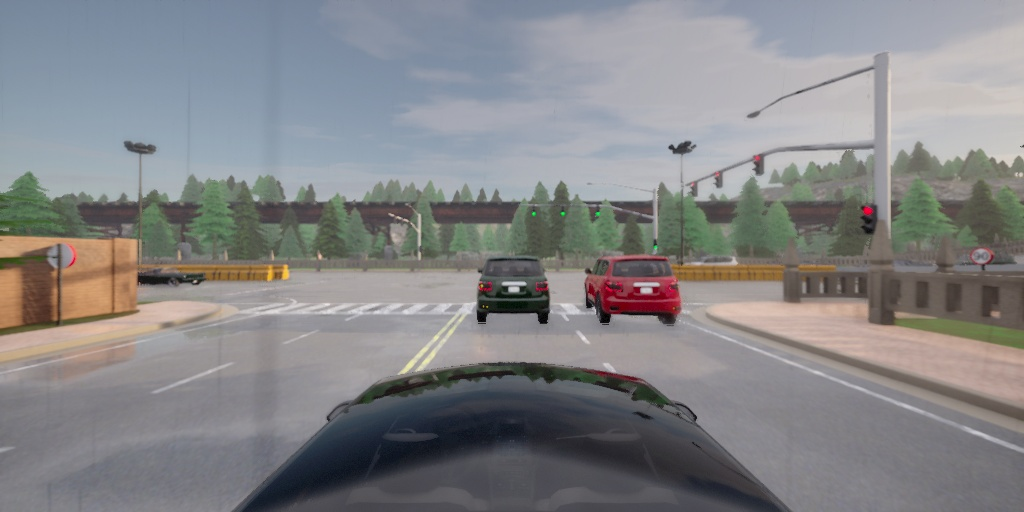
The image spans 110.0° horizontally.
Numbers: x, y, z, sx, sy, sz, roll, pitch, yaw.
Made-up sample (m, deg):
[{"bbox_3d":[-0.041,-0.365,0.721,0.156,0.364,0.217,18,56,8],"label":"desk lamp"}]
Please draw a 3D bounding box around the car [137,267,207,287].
[{"bbox_3d":[-23.618,1.409,24.263,4.718,1.301,1.895,0,0,0],"label":"car"}]

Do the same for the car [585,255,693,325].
[{"bbox_3d":[3.784,0.999,12.113,2.150,2.045,5.566,-1,0,5],"label":"car"}]

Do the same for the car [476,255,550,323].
[{"bbox_3d":[-0.027,1.000,12.374,2.150,2.045,5.566,0,0,-2],"label":"car"}]

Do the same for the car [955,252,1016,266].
[{"bbox_3d":[45.105,0.754,34.706,5.566,2.045,2.150,-3,0,-2],"label":"car"}]

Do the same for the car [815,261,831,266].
[{"bbox_3d":[31.343,1.391,38.226,5.357,1.411,2.033,0,0,0],"label":"car"}]

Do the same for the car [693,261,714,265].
[{"bbox_3d":[16.470,1.436,34.741,4.718,1.301,1.895,0,0,-1],"label":"car"}]

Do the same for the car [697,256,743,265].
[{"bbox_3d":[21.103,1.066,38.250,5.566,2.045,2.150,0,0,0],"label":"car"}]

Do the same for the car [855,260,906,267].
[{"bbox_3d":[34.711,1.387,34.709,4.181,1.385,1.994,0,0,0],"label":"car"}]

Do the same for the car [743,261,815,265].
[{"bbox_3d":[25.797,1.327,34.732,4.902,1.511,2.128,0,0,0],"label":"car"}]

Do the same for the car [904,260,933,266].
[{"bbox_3d":[41.721,1.175,38.200,4.902,1.511,2.128,-2,0,0],"label":"car"}]
